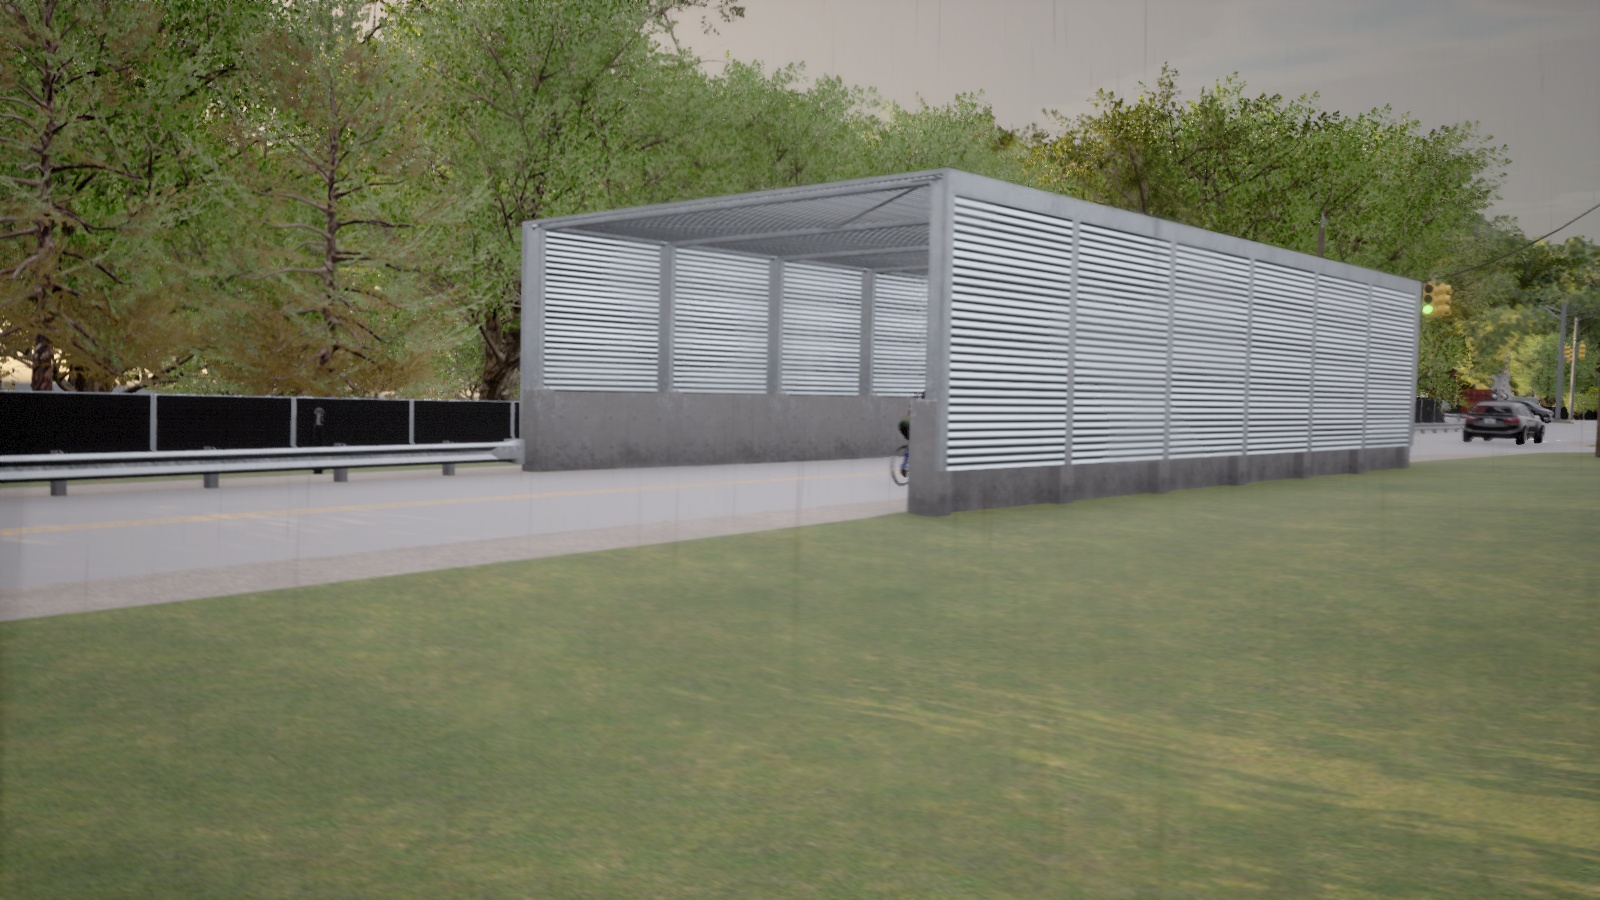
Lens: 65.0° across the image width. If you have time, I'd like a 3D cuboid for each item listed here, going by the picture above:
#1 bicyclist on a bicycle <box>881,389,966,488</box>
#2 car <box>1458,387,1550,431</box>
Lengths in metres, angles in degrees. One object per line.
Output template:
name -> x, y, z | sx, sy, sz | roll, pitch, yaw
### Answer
bicyclist on a bicycle -> 2.109, -0.223, 21.350 | 0.582, 1.620, 1.656 | 3, 4, 40
car -> 28.714, -1.713, 51.159 | 2.242, 1.667, 4.611 | 3, 4, 42
